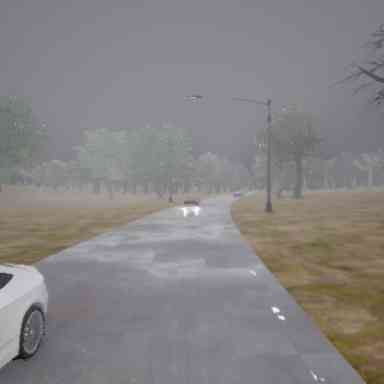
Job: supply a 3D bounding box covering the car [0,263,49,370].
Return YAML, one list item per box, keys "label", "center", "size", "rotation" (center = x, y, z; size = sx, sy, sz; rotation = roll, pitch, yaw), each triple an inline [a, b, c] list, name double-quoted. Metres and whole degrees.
- label: "car"
  center: [-3.033, 1.503, 3.184]
  size: [1.812, 1.442, 4.674]
  rotation: [0, 0, 1]

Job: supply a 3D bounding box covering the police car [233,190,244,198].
- label: "police car"
  center: [11.531, 0.574, 84.609]
  size: [1.930, 1.638, 5.238]
  rotation: [0, 1, 12]

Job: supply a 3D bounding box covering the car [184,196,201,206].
- label: "car"
  center: [0.066, 1.220, 45.292]
  size: [1.895, 1.301, 4.718]
  rotation: [0, 1, 8]

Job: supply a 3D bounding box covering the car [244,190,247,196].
- label: "car"
  center: [13.639, 0.381, 94.242]
  size: [2.097, 1.767, 4.553]
  rotation: [0, 1, 12]
